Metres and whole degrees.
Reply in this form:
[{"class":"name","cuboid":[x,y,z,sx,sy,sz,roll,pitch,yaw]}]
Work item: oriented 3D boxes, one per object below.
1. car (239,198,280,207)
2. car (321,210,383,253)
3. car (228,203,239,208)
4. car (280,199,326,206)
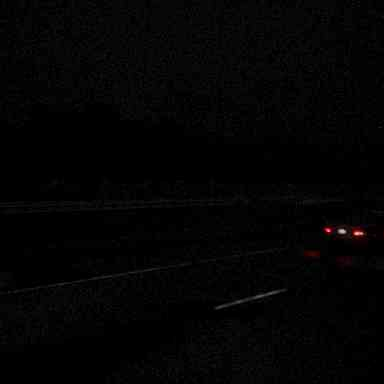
[{"class":"car","cuboid":[6.936,1.423,30.179,4.718,1.301,1.895,0,0,-34]},{"class":"car","cuboid":[7.466,1.444,13.297,5.357,1.411,2.033,-1,0,-34]},{"class":"car","cuboid":[6.162,1.358,33.894,5.357,1.411,2.033,0,0,-34]},{"class":"car","cuboid":[9.895,1.343,27.959,4.674,1.442,1.812,0,0,-34]}]
